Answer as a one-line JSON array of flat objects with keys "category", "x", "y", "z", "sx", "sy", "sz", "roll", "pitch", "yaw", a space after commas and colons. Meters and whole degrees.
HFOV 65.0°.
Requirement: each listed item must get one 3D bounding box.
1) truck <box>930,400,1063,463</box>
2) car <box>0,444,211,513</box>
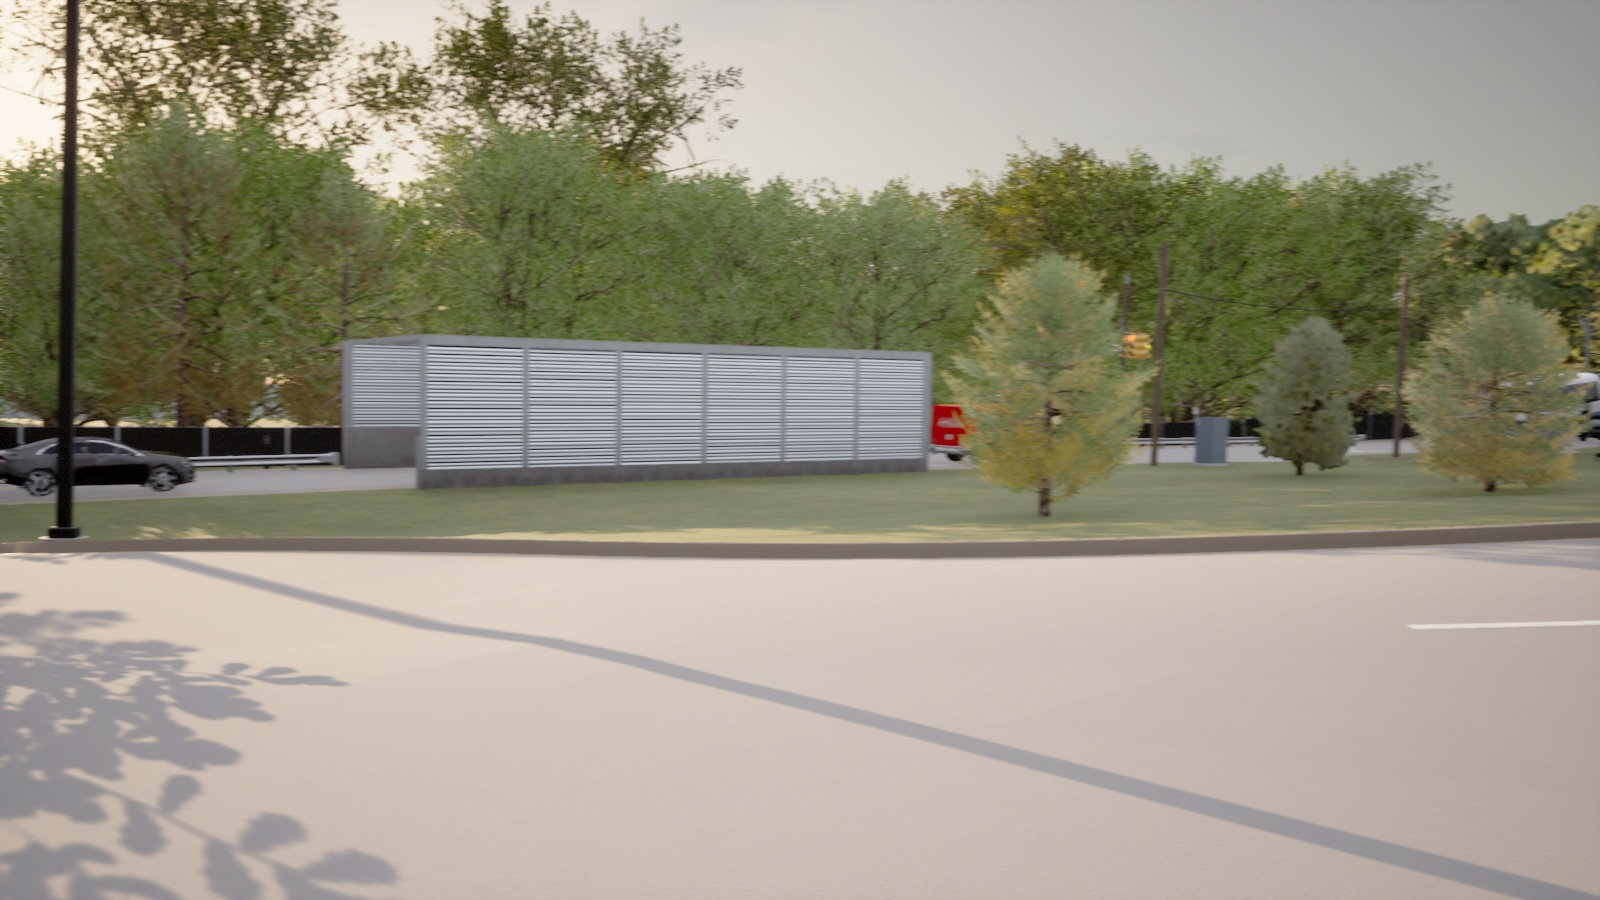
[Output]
[{"category": "truck", "x": 8.406, "y": -0.847, "z": 53.554, "sx": 5.204, "sy": 2.467, "sz": 2.627, "roll": -3, "pitch": 4, "yaw": -35}, {"category": "car", "x": -18.888, "y": 0.701, "z": 33.997, "sx": 4.902, "sy": 1.511, "sz": 2.128, "roll": -3, "pitch": 4, "yaw": -39}]
